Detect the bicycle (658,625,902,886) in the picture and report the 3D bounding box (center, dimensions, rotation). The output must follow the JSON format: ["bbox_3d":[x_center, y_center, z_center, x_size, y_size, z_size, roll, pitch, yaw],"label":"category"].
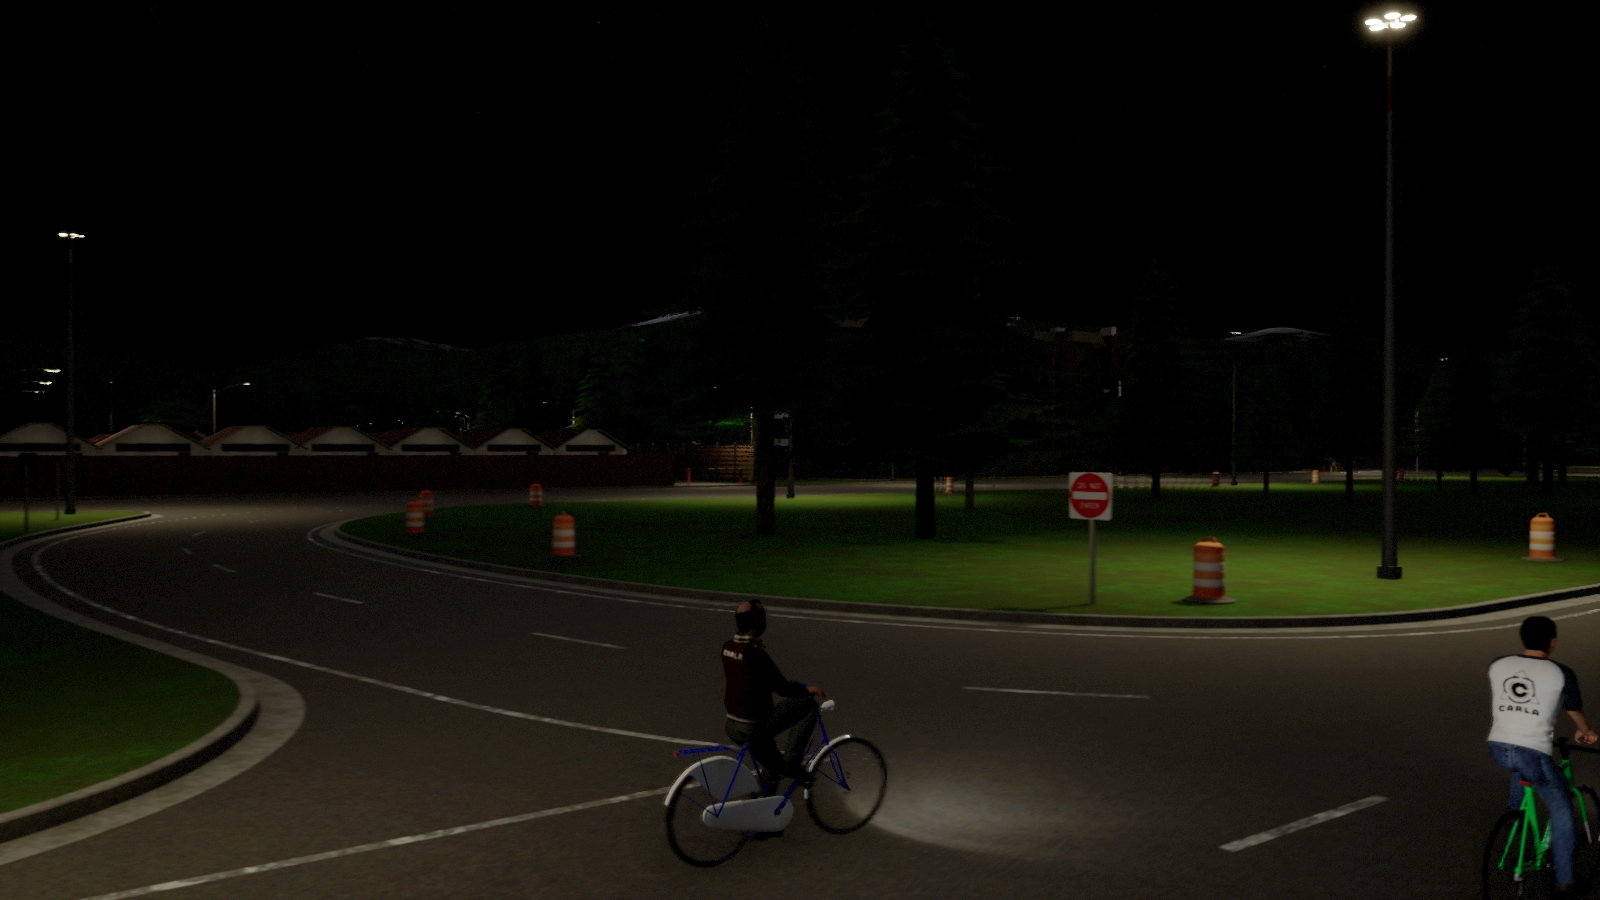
[{"bbox_3d":[-0.099,2.063,8.002,1.835,1.471,0.329,0,0,-35],"label":"bicycle"}]

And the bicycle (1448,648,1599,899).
[{"bbox_3d":[4.571,2.060,6.997,1.643,1.496,0.373,1,0,-35],"label":"bicycle"}]

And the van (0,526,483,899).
[{"bbox_3d":[-3.588,1.534,1.268,5.915,2.561,1.988,0,0,-35],"label":"van"}]
